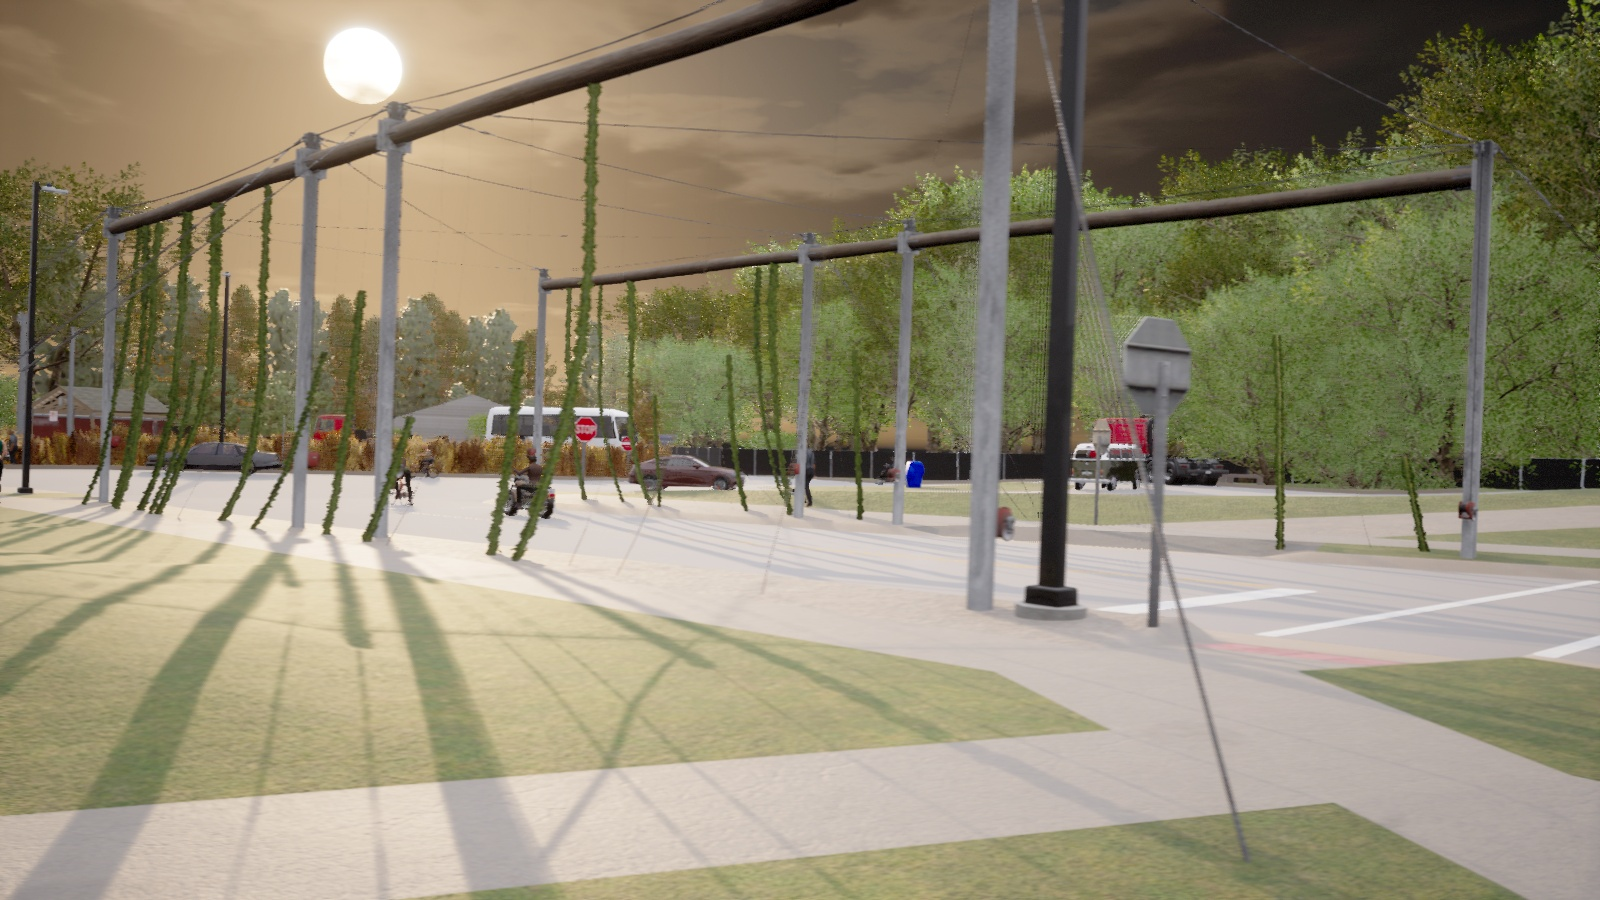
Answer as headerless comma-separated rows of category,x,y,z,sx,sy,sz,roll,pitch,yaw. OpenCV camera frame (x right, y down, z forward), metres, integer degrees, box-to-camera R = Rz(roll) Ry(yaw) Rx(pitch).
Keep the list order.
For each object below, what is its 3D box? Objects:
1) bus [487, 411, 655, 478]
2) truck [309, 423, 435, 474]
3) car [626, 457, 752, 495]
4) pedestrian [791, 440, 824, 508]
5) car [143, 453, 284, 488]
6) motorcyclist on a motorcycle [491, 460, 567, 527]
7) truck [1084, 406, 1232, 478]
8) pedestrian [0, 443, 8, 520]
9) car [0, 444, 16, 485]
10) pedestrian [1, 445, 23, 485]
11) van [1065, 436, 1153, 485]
bus,-15.136,-0.356,83.142,10.273,4.253,3.944,0,0,16
truck,-29.877,-0.110,88.004,7.936,3.462,2.891,0,1,-7
car,-4.356,1.035,49.625,4.674,1.442,1.812,-1,0,8
pedestrian,0.202,0.655,34.715,0.540,1.848,0.694,1,0,-40
car,-25.541,0.893,54.908,5.357,1.411,2.033,1,1,-19
motorcyclist on a motorcycle,-6.959,1.086,32.162,0.766,1.649,2.350,1,-1,-44
truck,18.083,-0.396,64.027,2.891,3.462,7.936,0,0,-23
pedestrian,-19.170,0.747,29.942,0.345,1.836,0.594,1,0,-44
car,-35.401,0.645,51.560,5.027,1.651,2.152,-1,1,-19
pedestrian,-36.500,0.697,58.175,0.694,1.848,0.540,1,0,-16
van,13.513,0.422,54.752,2.069,2.038,4.480,0,1,38
